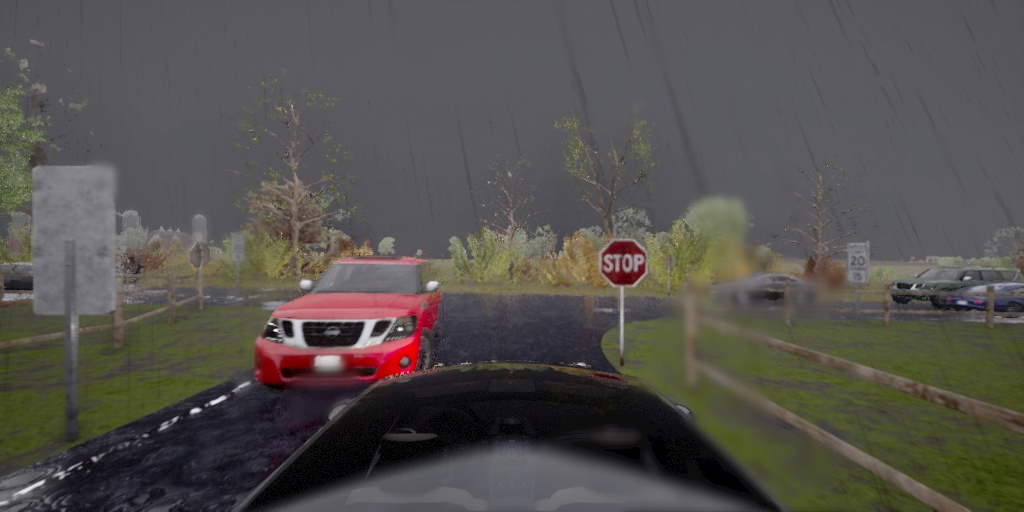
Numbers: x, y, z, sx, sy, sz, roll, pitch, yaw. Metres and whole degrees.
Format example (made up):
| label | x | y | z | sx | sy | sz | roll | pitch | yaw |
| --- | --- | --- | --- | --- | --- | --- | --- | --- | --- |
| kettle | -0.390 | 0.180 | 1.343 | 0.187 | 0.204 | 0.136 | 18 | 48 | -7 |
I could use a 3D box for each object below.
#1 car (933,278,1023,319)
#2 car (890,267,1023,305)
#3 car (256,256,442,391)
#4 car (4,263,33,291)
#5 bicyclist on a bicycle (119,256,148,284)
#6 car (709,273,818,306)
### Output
| label | x | y | z | sx | sy | sz | roll | pitch | yaw |
| --- | --- | --- | --- | --- | --- | --- | --- | --- | --- |
| car | 21.702 | 1.886 | 15.449 | 4.674 | 1.442 | 1.812 | 1 | 0 | 0 |
| car | 22.743 | 1.589 | 18.386 | 5.566 | 2.045 | 2.150 | 1 | 0 | 0 |
| car | -2.661 | 1.012 | 7.308 | 2.150 | 2.045 | 5.566 | 1 | -1 | -7 |
| car | -20.390 | 1.004 | 15.453 | 5.357 | 1.411 | 2.033 | 1 | 0 | 0 |
| bicyclist on a bicycle | -22.608 | 0.848 | 21.438 | 0.582 | 1.620 | 1.656 | 1 | 0 | 0 |
| car | 12.787 | 1.646 | 18.389 | 4.902 | 1.511 | 2.128 | 1 | 0 | 0 |
